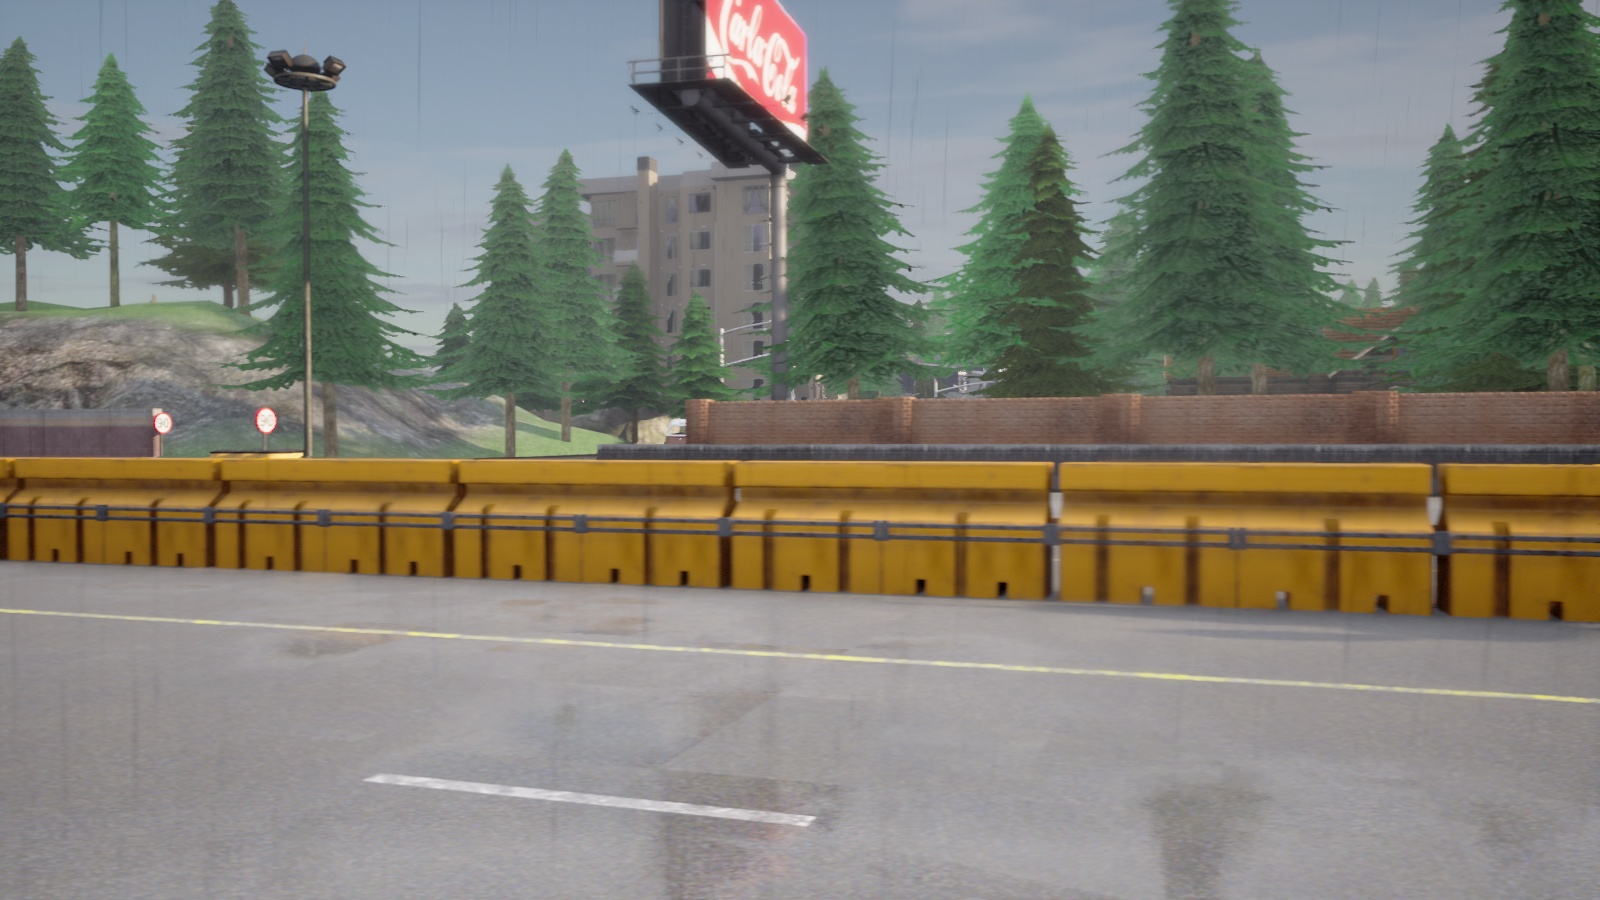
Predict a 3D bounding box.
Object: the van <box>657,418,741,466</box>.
[{"bbox_3d":[-4.446,-0.384,55.999,2.069,2.038,4.480,1,1,19],"label":"van"}]
